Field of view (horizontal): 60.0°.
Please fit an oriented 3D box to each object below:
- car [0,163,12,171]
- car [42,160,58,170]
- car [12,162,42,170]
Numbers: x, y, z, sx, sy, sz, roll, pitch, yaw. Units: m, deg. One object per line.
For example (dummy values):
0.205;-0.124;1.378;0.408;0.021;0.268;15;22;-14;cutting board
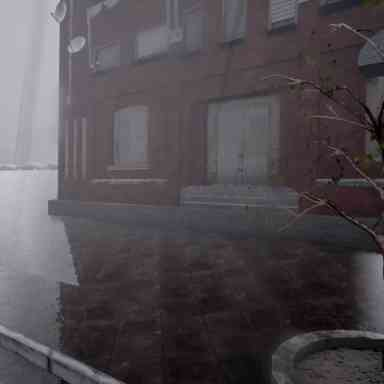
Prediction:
-26.622;-3.431;48.317;4.674;1.452;2.002;1;1;28;car
-16.707;-3.372;43.419;4.553;1.767;2.185;1;1;26;car
-21.789;-3.369;45.860;4.892;1.521;2.231;1;1;27;car
